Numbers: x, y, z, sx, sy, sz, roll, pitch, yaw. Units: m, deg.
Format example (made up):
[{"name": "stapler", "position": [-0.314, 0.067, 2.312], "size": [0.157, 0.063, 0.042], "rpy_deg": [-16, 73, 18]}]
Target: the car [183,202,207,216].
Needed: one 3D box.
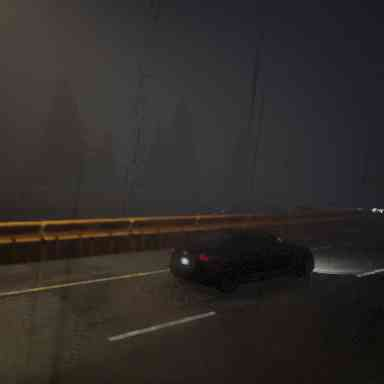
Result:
[{"name": "car", "position": [1.289, 1.761, 35.573], "size": [5.008, 1.535, 1.882], "rpy_deg": [1, -1, -40]}]

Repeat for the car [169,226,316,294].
[{"name": "car", "position": [1.474, 1.649, 9.118], "size": [4.181, 1.385, 1.994], "rpy_deg": [1, 0, -35]}]

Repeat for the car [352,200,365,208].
[{"name": "car", "position": [32.379, 2.326, 64.649], "size": [1.812, 1.442, 4.674], "rpy_deg": [0, -1, 34]}]

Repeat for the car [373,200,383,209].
[{"name": "car", "position": [35.330, 2.340, 62.768], "size": [2.128, 1.511, 4.902], "rpy_deg": [0, -1, 34]}]

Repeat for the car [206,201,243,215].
[{"name": "car", "position": [4.017, 1.822, 33.291], "size": [4.674, 1.442, 1.812], "rpy_deg": [1, -1, -40]}]

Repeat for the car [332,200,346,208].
[{"name": "car", "position": [29.427, 2.328, 66.530], "size": [2.033, 1.411, 5.357], "rpy_deg": [0, -1, 34]}]

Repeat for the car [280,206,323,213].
[{"name": "car", "position": [9.995, 1.894, 29.210], "size": [4.181, 1.385, 1.994], "rpy_deg": [1, -1, -41]}]

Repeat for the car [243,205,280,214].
[{"name": "car", "position": [7.193, 1.880, 31.419], "size": [4.181, 1.385, 1.994], "rpy_deg": [1, -1, -40]}]
